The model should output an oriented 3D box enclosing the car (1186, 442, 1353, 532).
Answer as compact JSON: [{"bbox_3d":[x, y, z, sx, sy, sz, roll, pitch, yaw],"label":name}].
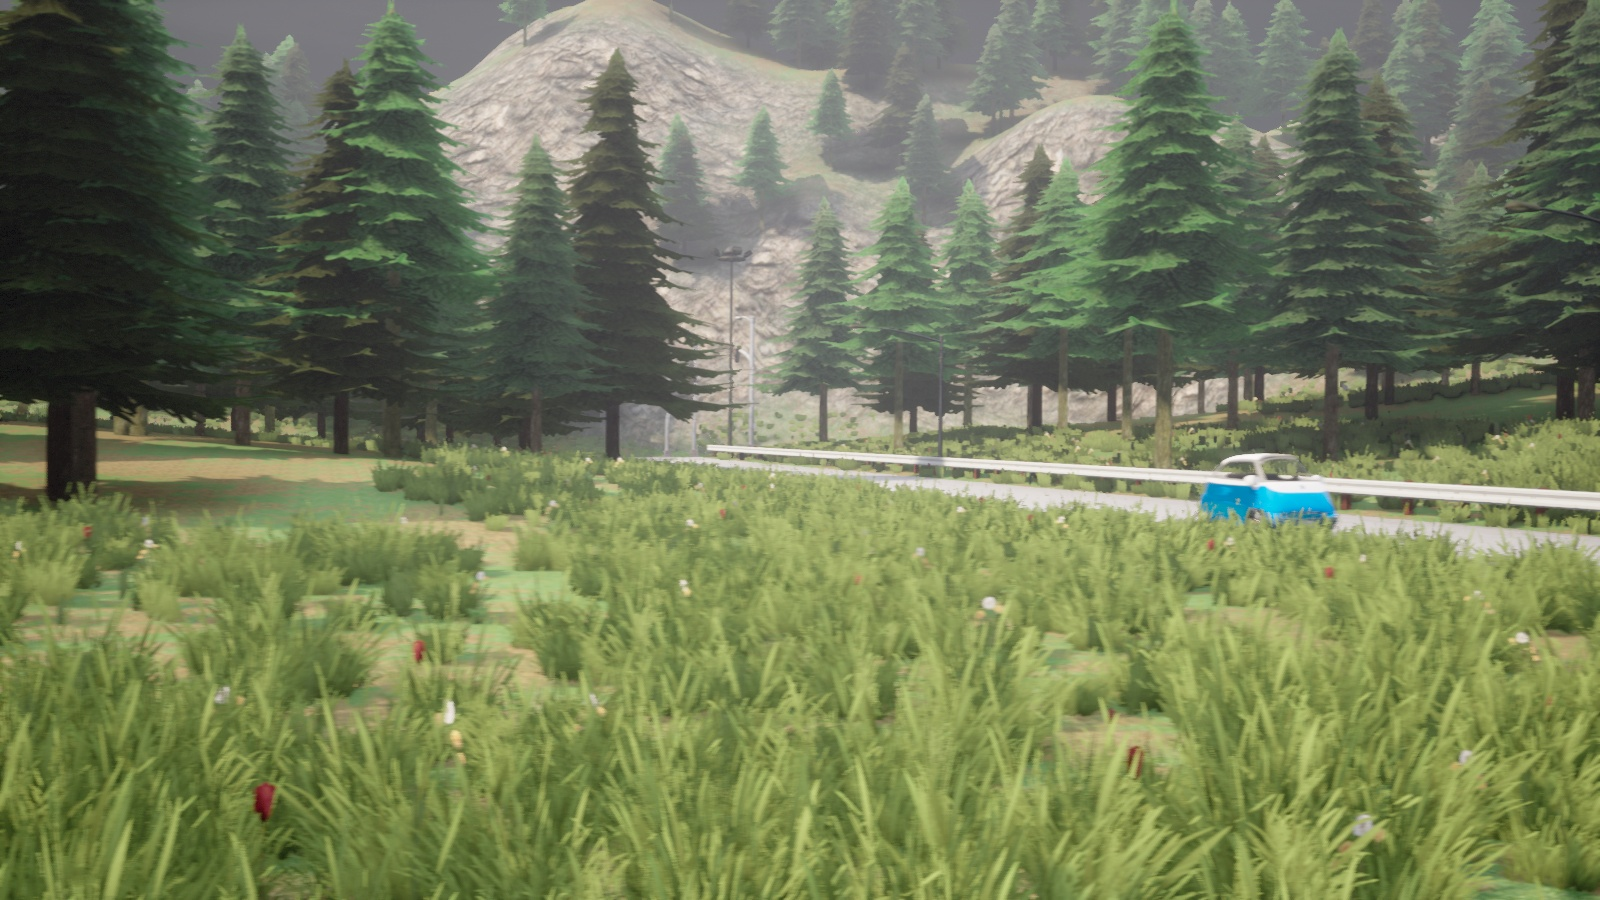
[{"bbox_3d":[7.717,0.572,20.771,1.481,1.376,2.207,-1,1,-21],"label":"car"}]
